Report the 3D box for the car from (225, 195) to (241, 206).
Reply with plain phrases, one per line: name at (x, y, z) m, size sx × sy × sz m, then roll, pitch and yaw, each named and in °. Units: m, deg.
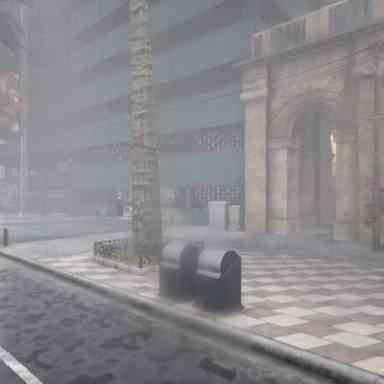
car at (4.482, 1.026, 24.657) m, size 5.566 × 2.045 × 2.435 m, roll 0°, pitch 0°, yaw 43°
